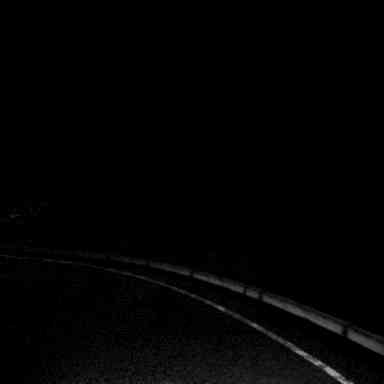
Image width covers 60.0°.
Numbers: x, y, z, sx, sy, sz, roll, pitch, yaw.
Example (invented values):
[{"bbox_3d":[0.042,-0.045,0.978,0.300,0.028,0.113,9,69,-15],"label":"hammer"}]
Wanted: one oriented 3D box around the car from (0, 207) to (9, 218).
[{"bbox_3d":[-25.207,2.677,43.111,2.033,1.411,5.357,-1,0,-18],"label":"car"}]
